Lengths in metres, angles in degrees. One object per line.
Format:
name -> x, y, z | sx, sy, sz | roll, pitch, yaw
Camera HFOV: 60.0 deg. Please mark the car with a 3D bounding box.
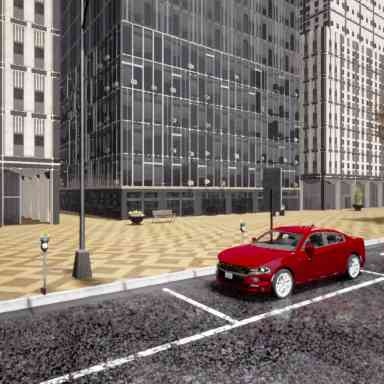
car -> 2.611, 1.545, 8.426 | 4.507, 1.381, 1.887 | 0, 0, -36
